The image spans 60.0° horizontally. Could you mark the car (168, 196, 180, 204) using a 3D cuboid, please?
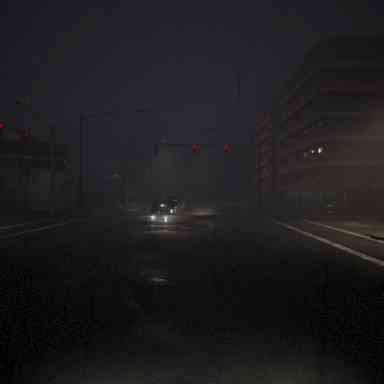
[{"bbox_3d":[-3.393,1.564,62.555,1.994,1.385,4.181,0,0,0],"label":"car"}]

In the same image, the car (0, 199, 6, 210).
[{"bbox_3d":[-24.053,1.456,38.905,3.806,1.475,1.970,0,0,1],"label":"car"}]

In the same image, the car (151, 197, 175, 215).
[{"bbox_3d":[-3.174,1.547,34.701,2.033,1.411,5.357,0,0,-1],"label":"car"}]

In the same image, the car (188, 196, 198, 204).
[{"bbox_3d":[0.248,1.526,64.987,1.812,1.442,4.674,0,0,0],"label":"car"}]

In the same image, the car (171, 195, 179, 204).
[{"bbox_3d":[-3.331,1.352,52.538,2.097,1.767,4.553,0,0,0],"label":"car"}]

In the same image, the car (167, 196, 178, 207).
[{"bbox_3d":[-3.256,1.564,43.942,1.994,1.385,4.181,0,0,0],"label":"car"}]
